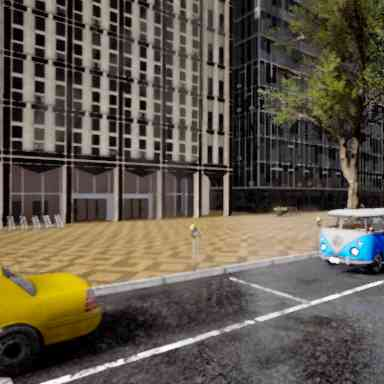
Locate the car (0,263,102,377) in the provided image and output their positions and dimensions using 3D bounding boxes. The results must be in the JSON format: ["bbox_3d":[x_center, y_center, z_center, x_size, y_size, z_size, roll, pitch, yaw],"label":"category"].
[{"bbox_3d":[-3.603,1.519,3.990,4.829,1.417,1.752,1,0,-36],"label":"car"}]

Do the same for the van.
[{"bbox_3d":[5.763,1.434,10.676,3.998,1.788,1.690,1,0,-36],"label":"van"}]
